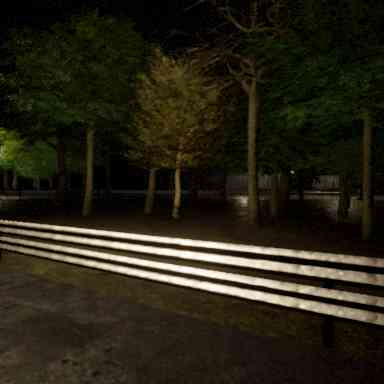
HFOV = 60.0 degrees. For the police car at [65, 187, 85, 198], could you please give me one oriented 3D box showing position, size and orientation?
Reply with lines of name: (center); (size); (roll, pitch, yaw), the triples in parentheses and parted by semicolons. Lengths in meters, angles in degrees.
police car: (-17.907, 0.093, 50.849); (5.238, 1.638, 1.930); (0, 1, -5)
